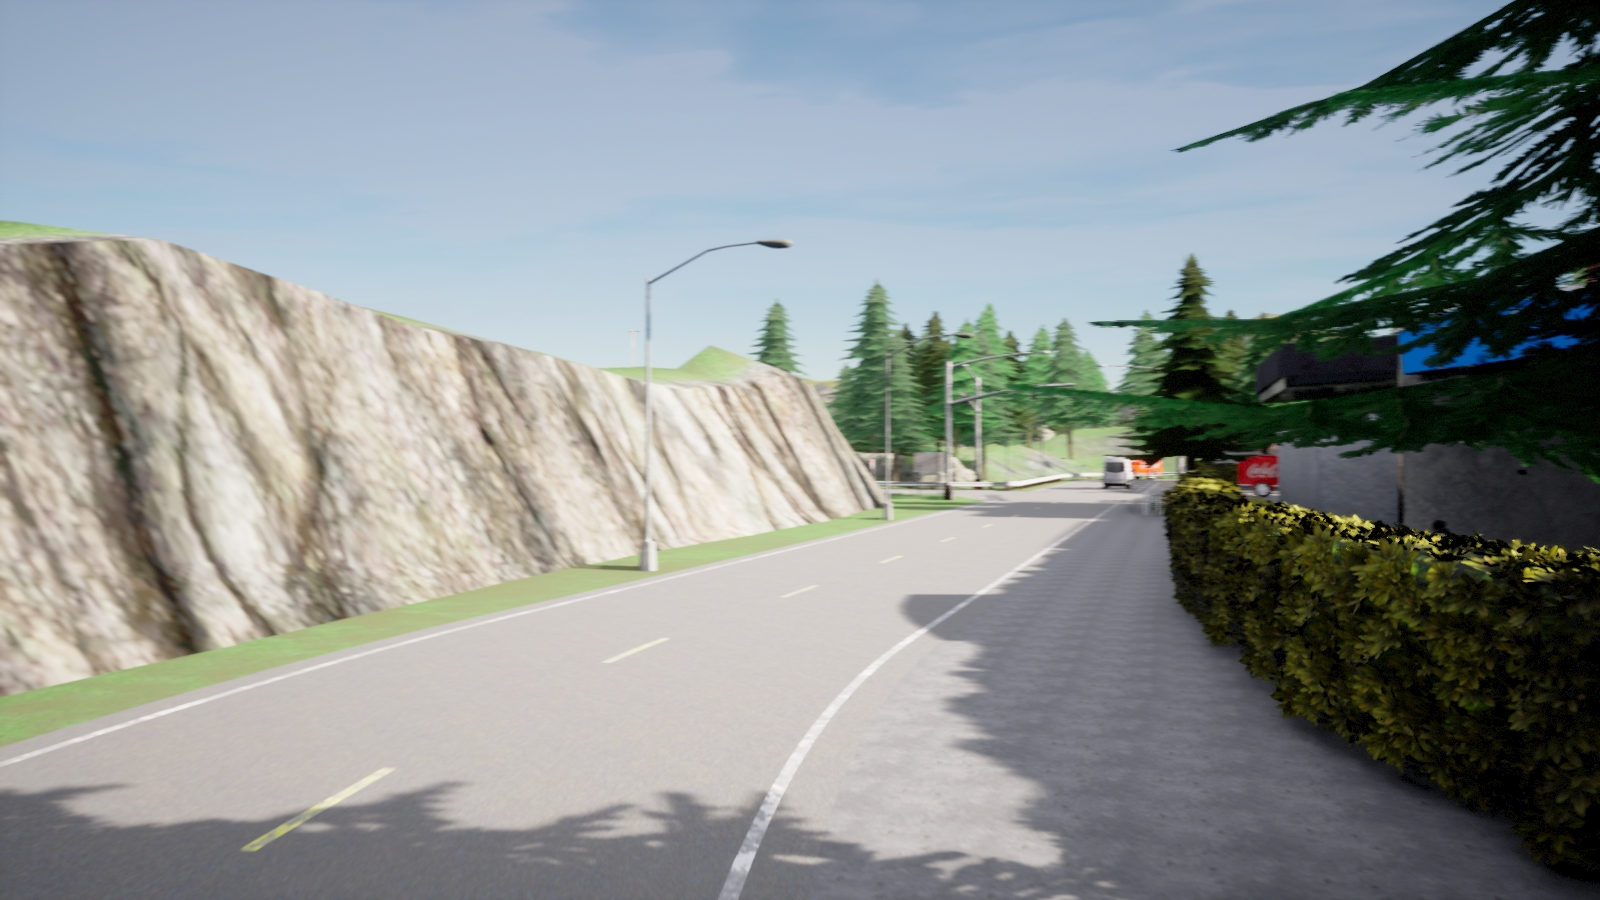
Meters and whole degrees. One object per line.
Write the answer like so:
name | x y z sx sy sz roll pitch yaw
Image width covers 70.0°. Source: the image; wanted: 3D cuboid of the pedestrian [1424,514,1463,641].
pedestrian | 9.654 1.897 17.148 0.375 1.860 0.375 0 0 2
